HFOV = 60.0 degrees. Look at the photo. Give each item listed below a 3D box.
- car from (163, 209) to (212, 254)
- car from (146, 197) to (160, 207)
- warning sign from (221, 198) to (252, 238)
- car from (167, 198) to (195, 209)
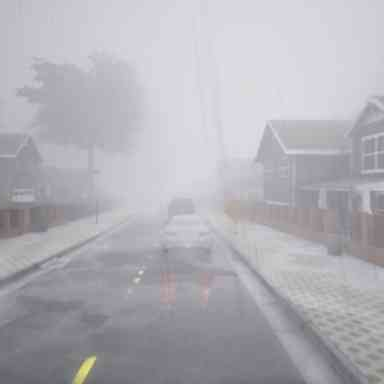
[{"bbox_3d":[-0.209,1.655,13.966,1.812,1.442,4.674,0,0,-1],"label":"car"},{"bbox_3d":[-7.871,2.086,64.535,2.128,1.511,4.902,0,0,-8],"label":"car"},{"bbox_3d":[2.220,1.269,16.708,1.300,1.860,1.060,1,1,-2],"label":"warning sign"},{"bbox_3d":[-0.911,1.484,27.671,2.150,2.045,5.566,0,0,-4],"label":"car"}]
